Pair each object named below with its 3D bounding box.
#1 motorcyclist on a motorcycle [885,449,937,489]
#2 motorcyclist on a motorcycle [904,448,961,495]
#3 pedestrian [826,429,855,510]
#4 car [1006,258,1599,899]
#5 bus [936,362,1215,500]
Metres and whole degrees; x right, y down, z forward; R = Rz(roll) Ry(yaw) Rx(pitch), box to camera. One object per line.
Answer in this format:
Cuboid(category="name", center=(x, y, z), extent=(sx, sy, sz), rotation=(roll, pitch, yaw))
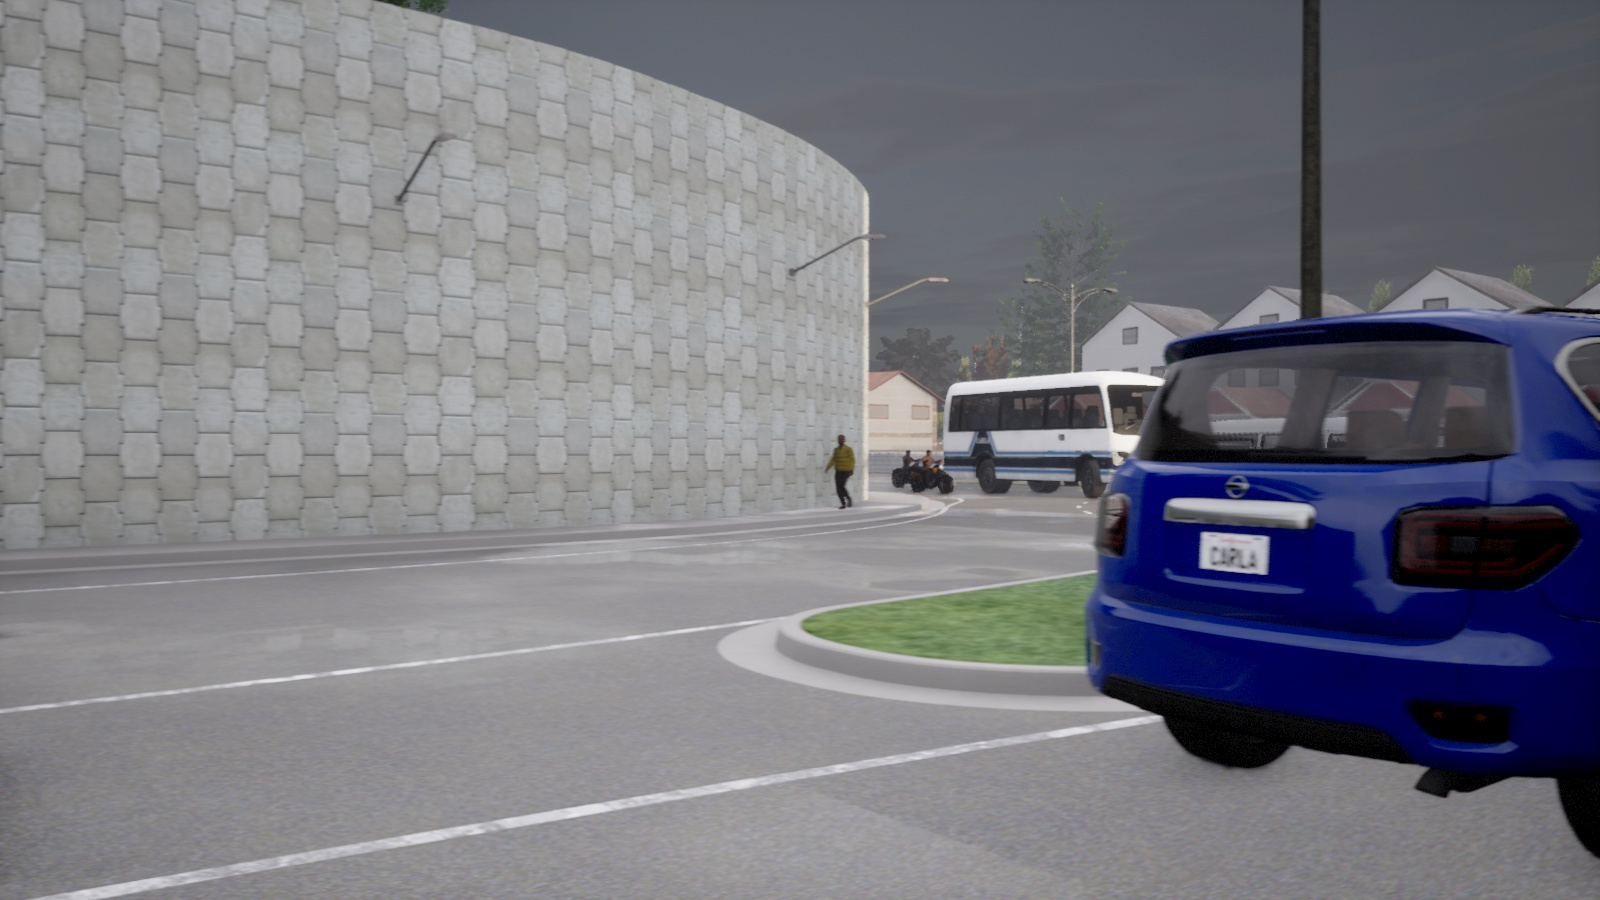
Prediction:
Cuboid(category="motorcyclist on a motorcycle", center=(4.580, 0.772, 51.996), extent=(0.766, 1.649, 2.350), rotation=(0, 0, -36))
Cuboid(category="motorcyclist on a motorcycle", center=(4.793, 0.760, 45.529), extent=(0.766, 1.649, 2.350), rotation=(-1, 0, -32))
Cuboid(category="pedestrian", center=(0.944, 0.447, 29.145), extent=(0.370, 1.835, 0.726), rotation=(0, 0, 29))
Cuboid(category="car", center=(3.832, 0.463, 6.032), extent=(5.566, 2.045, 2.150), rotation=(0, 0, -32))
Cuboid(category="bus", center=(9.332, -0.582, 44.323), extent=(3.944, 4.253, 10.273), rotation=(0, 0, -27))
